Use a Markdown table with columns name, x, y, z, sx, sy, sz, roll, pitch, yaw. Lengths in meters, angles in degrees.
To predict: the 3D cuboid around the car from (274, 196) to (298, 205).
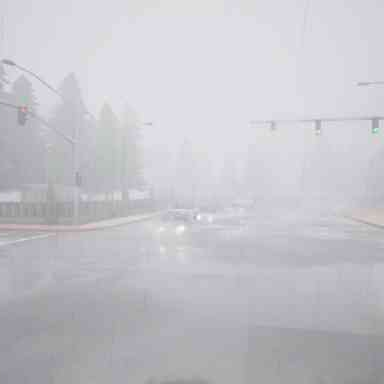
| name | x | y | z | sx | sy | sz | roll | pitch | yaw |
| --- | --- | --- | --- | --- | --- | --- | --- | --- | --- |
| car | 15.668 | 1.383 | 55.384 | 5.008 | 1.535 | 1.882 | 0 | 0 | -39 |

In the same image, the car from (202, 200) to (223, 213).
| name | x | y | z | sx | sy | sz | roll | pitch | yaw |
| --- | --- | --- | --- | --- | --- | --- | --- | --- | --- |
| car | 1.920 | 1.506 | 35.472 | 1.994 | 1.385 | 4.181 | 0 | 0 | 19 |

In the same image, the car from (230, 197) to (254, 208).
| name | x | y | z | sx | sy | sz | roll | pitch | yaw |
| --- | --- | --- | --- | --- | --- | --- | --- | --- | --- |
| car | 6.947 | 1.449 | 45.780 | 1.812 | 1.442 | 4.674 | 0 | 0 | 34 |

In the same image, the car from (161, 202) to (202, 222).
| name | x | y | z | sx | sy | sz | roll | pitch | yaw |
| --- | --- | --- | --- | --- | --- | --- | --- | --- | --- |
| car | -0.847 | 1.559 | 25.900 | 1.895 | 1.301 | 4.718 | 0 | 0 | 14 |
